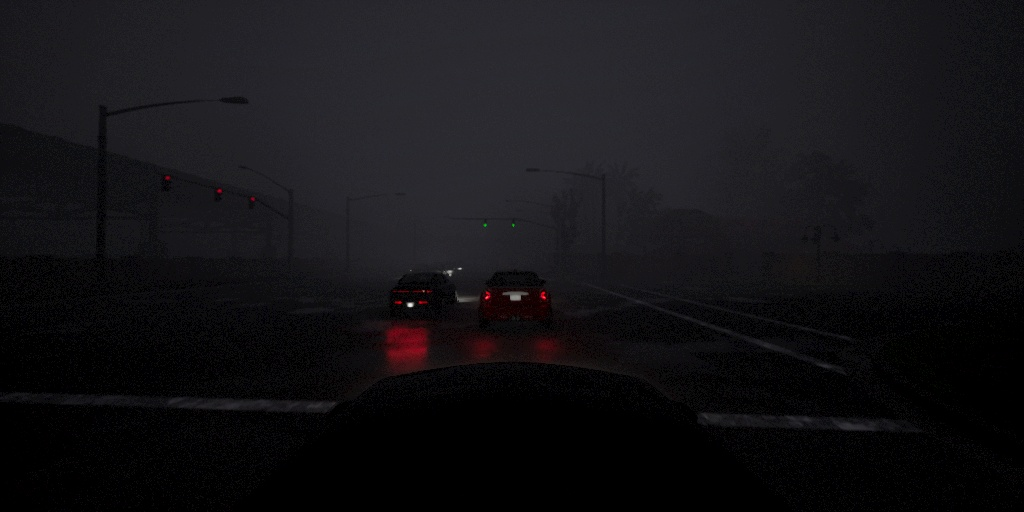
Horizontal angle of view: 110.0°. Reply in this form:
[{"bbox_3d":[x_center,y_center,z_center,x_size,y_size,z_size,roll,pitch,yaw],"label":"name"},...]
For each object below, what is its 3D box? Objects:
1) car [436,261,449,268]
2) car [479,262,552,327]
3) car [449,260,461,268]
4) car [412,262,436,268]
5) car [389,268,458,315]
[{"bbox_3d":[-10.536,1.596,50.657,1.812,1.442,4.674,0,0,0],"label":"car"},{"bbox_3d":[0.101,1.212,12.141,2.097,1.767,4.553,0,-1,0],"label":"car"},{"bbox_3d":[-10.485,1.524,60.426,2.128,1.511,4.902,0,0,0],"label":"car"},{"bbox_3d":[-10.565,1.600,41.936,1.812,1.442,4.674,0,0,0],"label":"car"},{"bbox_3d":[-3.396,1.390,14.408,1.837,1.490,4.892,0,0,0],"label":"car"}]
